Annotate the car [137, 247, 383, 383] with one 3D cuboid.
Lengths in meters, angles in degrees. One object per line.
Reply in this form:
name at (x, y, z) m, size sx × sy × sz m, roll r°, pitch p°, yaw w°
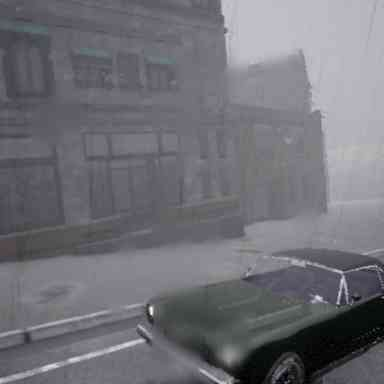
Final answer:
car at (1.645, 1.593, 4.902) m, size 4.718 × 1.301 × 1.895 m, roll 0°, pitch 0°, yaw -36°
